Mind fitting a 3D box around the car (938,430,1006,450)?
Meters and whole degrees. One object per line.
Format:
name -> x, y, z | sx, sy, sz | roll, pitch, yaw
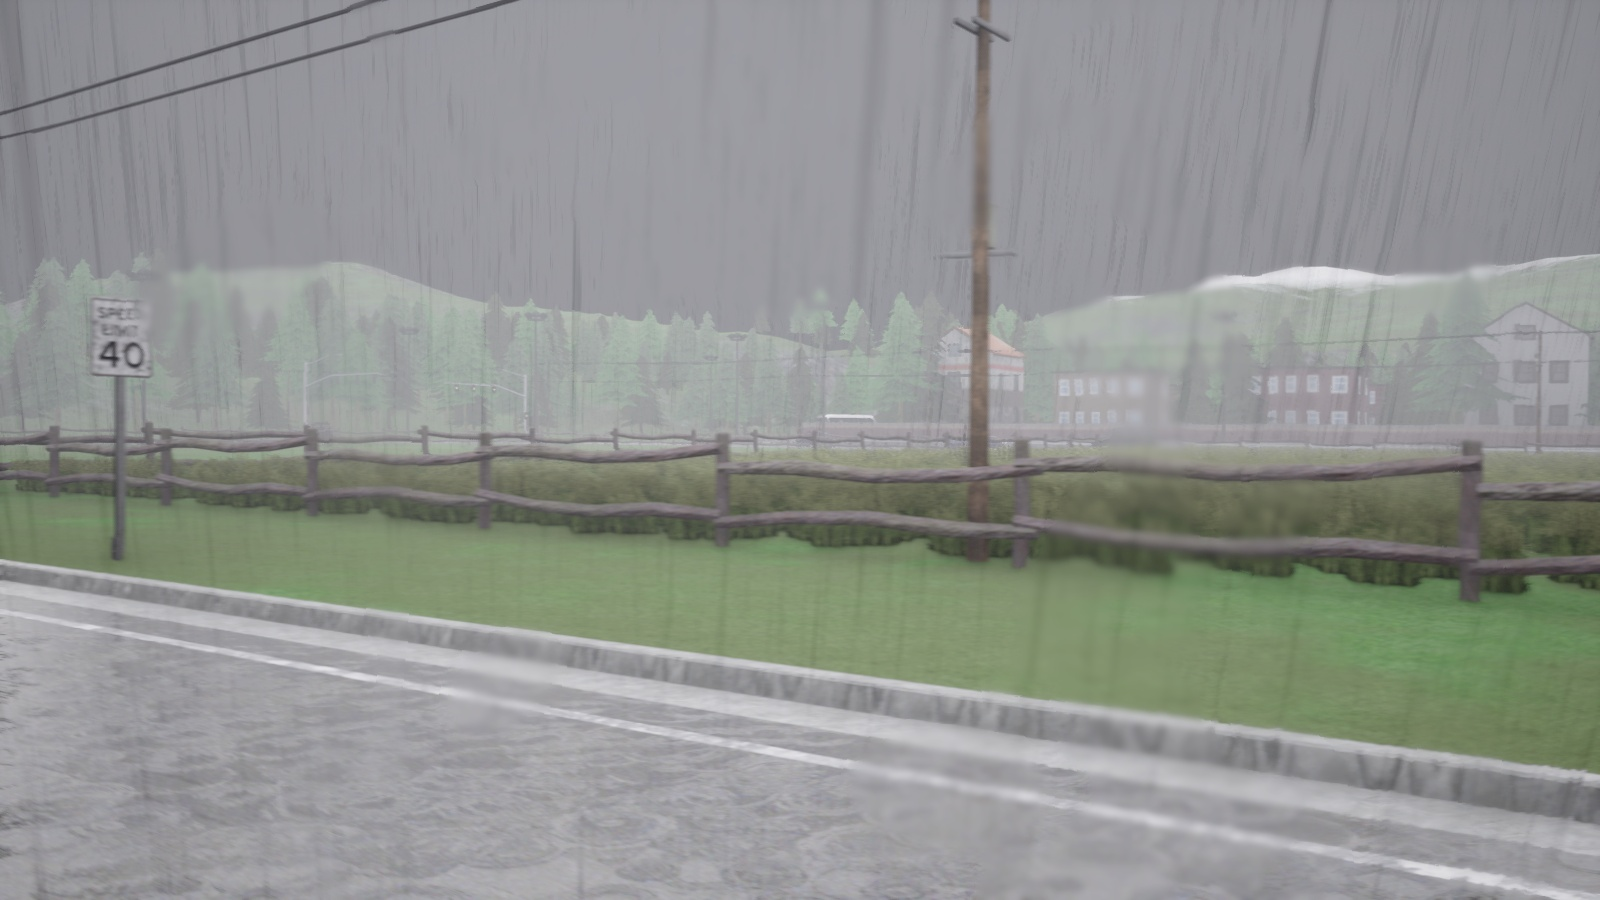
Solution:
car -> 13.452, -0.778, 98.231 | 4.792, 1.488, 2.163 | 0, 1, 34
